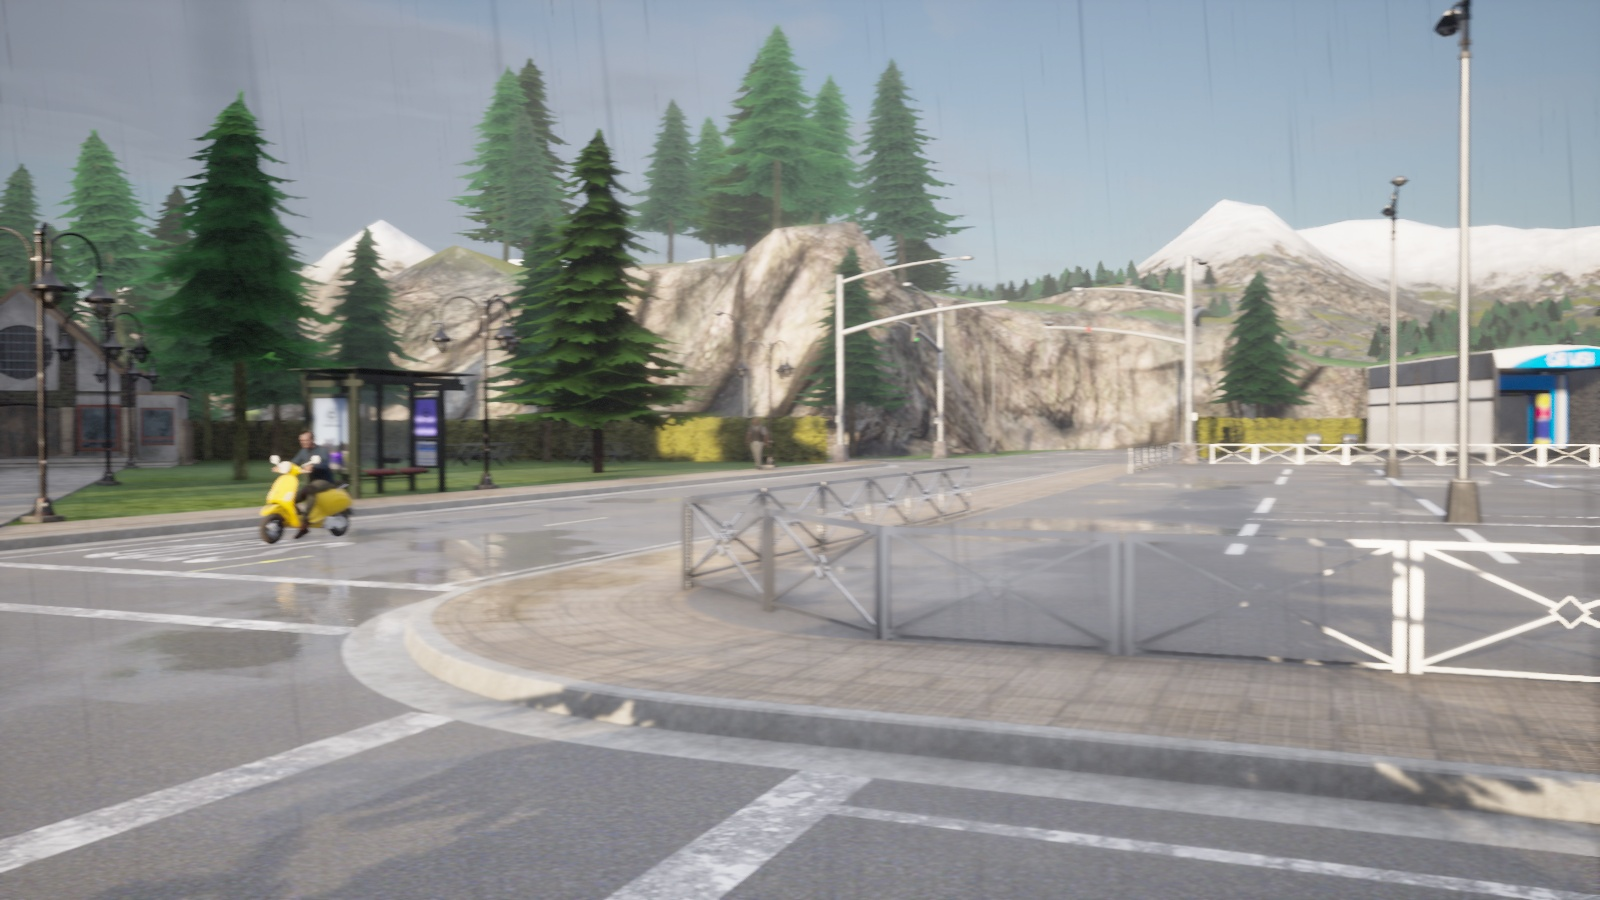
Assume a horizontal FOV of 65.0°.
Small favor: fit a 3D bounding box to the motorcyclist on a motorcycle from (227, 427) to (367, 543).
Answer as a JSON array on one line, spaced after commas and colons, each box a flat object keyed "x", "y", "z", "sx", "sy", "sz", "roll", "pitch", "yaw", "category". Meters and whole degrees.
[{"x": -7.270, "y": 0.463, "z": 18.244, "sx": 0.866, "sy": 1.590, "sz": 1.817, "roll": 1, "pitch": 1, "yaw": 22, "category": "motorcyclist on a motorcycle"}]

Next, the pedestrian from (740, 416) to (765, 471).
[{"x": -1.625, "y": -0.229, "z": 42.896, "sx": 0.563, "sy": 1.883, "sz": 0.849, "roll": 1, "pitch": 1, "yaw": 20, "category": "pedestrian"}]
